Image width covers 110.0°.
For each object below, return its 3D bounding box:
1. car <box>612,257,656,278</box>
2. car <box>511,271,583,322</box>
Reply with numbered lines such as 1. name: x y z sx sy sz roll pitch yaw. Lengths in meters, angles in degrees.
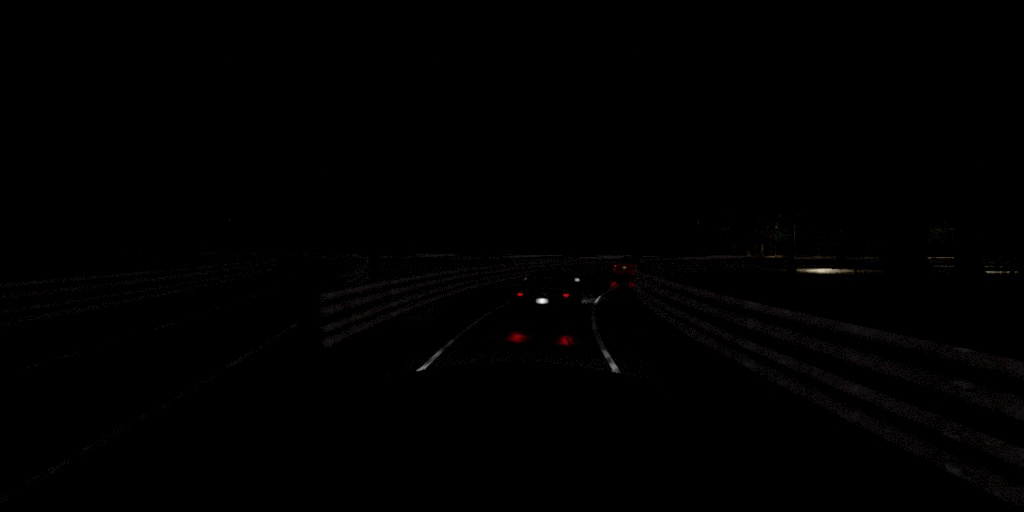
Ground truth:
1. car: 9.818 0.861 28.613 2.097 1.767 4.553 0 0 40
2. car: 1.276 1.196 11.893 1.994 1.385 4.181 0 1 13
